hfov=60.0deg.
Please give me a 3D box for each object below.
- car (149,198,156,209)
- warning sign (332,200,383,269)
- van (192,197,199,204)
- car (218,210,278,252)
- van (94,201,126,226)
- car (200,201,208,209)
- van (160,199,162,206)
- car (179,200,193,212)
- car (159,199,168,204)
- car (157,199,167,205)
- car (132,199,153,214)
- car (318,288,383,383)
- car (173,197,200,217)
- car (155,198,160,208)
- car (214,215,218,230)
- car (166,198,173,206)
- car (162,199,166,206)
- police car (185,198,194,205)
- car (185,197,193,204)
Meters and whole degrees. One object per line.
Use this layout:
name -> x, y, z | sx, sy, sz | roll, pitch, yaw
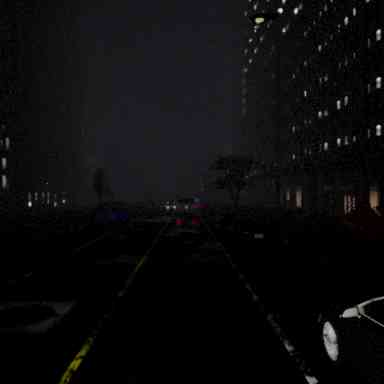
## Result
car -> -6.607, 2.003, 47.739 | 1.752, 1.417, 4.829 | -1, -1, -1
warning sign -> 4.922, 1.177, 9.601 | 1.300, 1.860, 1.060 | 1, 0, -1
van -> 0.996, 2.193, 87.440 | 1.690, 1.788, 3.998 | -1, -1, -1
car -> 2.428, 1.682, 14.329 | 1.947, 1.339, 4.313 | -1, 0, -1
van -> -6.175, 1.601, 25.415 | 1.690, 1.788, 3.998 | -1, -1, -1
car -> 1.660, 2.079, 53.696 | 1.802, 1.307, 4.206 | -1, -1, -1
van -> -6.833, 1.935, 59.157 | 1.690, 1.788, 3.998 | -1, -1, -1
car -> -0.805, 1.925, 47.617 | 1.882, 1.535, 5.008 | 0, 0, -1
car -> -7.378, 2.442, 87.273 | 2.008, 1.369, 4.403 | -1, -1, -1
car -> -7.268, 2.381, 81.650 | 2.008, 1.369, 4.403 | -1, -1, -1
car -> -6.500, 1.974, 42.284 | 2.008, 1.369, 4.403 | -1, -1, -1
car -> 2.647, 1.566, 3.081 | 2.008, 1.369, 4.403 | -1, 0, -1
car -> -0.562, 1.545, 35.035 | 2.150, 2.045, 5.566 | 0, -1, -1
car -> -6.719, 2.081, 53.532 | 1.887, 1.381, 4.507 | -1, -1, -1
car -> 2.318, 1.734, 19.953 | 1.947, 1.339, 4.313 | -1, -1, -1
car -> -4.362, 2.170, 71.199 | 1.837, 1.490, 4.892 | 0, -1, -1
car -> -7.048, 2.256, 70.402 | 1.887, 1.381, 4.507 | -1, -1, -1
police car -> -0.626, 2.201, 79.641 | 1.930, 1.638, 5.238 | 0, -1, -1
car -> -0.830, 2.235, 89.502 | 2.097, 1.767, 4.553 | 0, -1, -1
